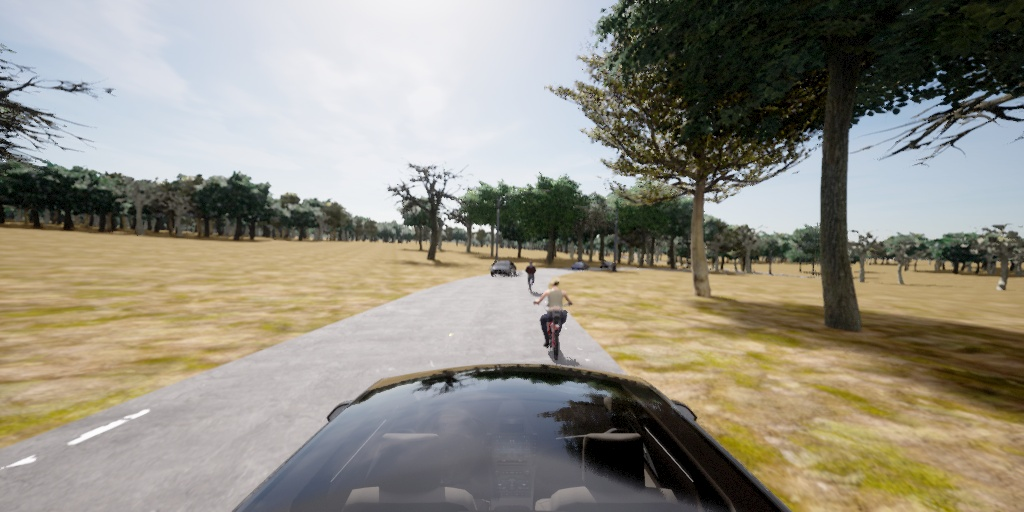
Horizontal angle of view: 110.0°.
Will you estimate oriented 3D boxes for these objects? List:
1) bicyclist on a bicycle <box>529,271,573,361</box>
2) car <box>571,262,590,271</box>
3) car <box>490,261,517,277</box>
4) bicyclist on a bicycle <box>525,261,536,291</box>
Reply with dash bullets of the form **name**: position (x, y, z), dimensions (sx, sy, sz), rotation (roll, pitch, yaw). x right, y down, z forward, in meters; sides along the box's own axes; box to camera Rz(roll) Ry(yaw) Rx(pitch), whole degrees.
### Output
- **bicyclist on a bicycle**: position (0.859, 1.213, 7.397), dimensions (0.866, 1.612, 1.509), rotation (1, 0, 0)
- **car**: position (11.454, 1.673, 59.640), dimensions (2.033, 1.411, 5.357), rotation (2, 0, 27)
- **car**: position (-0.784, 1.234, 35.350), dimensions (1.837, 1.490, 4.892), rotation (1, 0, 12)
- **bicyclist on a bicycle**: position (1.060, 1.148, 19.924), dimensions (0.659, 1.776, 1.843), rotation (0, 0, 3)
